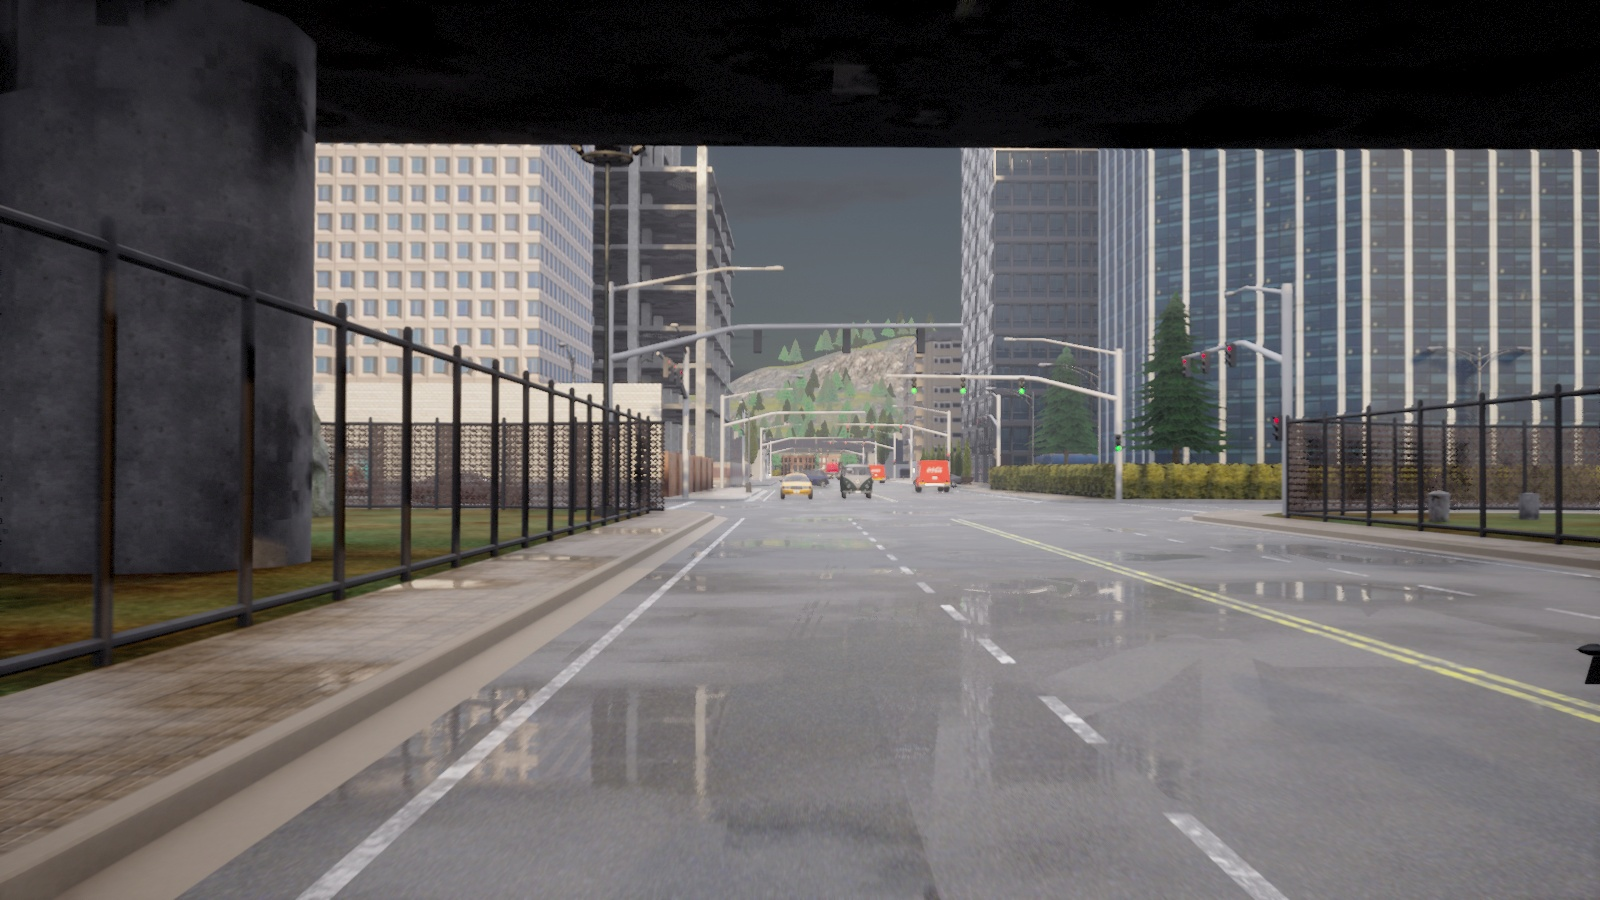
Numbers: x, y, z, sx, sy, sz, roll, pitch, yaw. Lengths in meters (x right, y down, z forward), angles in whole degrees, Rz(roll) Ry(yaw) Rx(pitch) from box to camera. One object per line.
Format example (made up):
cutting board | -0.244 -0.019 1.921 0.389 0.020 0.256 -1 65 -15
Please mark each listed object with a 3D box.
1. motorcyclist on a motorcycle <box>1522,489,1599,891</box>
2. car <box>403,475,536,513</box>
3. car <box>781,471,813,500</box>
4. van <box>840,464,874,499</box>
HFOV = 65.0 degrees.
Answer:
motorcyclist on a motorcycle | 3.490 0.910 4.201 0.866 1.530 2.191 0 -1 0
car | -12.717 1.680 48.531 4.674 1.442 1.812 0 -1 0
car | -0.177 2.014 72.453 1.801 1.575 5.366 0 -1 0
van | 3.319 1.840 73.950 1.775 1.987 4.442 0 -1 0
